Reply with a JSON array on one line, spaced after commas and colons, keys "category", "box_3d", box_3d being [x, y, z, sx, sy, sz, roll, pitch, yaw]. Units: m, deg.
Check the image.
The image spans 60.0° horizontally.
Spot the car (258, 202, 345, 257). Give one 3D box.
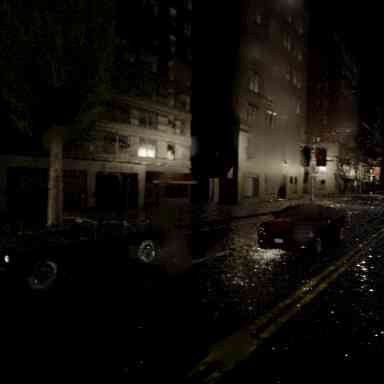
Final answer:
[{"category": "car", "box_3d": [4.112, 1.166, 12.018, 1.882, 1.535, 5.008, 3, 2, 37]}]

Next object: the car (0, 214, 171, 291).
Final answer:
[{"category": "car", "box_3d": [-2.714, 1.260, 8.294, 1.895, 1.301, 4.718, 3, 2, 37]}]
